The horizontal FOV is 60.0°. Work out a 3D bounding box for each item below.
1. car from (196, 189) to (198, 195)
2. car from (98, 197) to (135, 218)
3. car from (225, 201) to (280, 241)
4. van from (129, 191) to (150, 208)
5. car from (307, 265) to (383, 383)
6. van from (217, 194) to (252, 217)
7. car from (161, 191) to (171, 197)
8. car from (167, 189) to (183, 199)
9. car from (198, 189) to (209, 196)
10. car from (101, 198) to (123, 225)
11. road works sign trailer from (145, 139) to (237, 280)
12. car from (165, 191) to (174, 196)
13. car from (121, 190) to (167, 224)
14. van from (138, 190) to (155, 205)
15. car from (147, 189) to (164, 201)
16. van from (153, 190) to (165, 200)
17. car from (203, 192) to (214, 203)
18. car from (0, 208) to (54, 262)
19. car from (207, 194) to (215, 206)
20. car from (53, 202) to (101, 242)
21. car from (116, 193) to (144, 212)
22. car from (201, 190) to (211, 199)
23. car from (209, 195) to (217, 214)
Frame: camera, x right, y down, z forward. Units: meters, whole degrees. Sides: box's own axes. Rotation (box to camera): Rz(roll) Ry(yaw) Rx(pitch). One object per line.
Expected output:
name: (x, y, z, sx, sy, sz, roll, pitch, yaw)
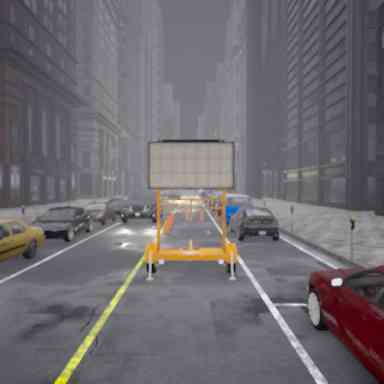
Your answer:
car: (2.568, 0.340, 82.868, 1.752, 1.417, 4.829, 0, 1, 0)
car: (-5.825, 1.172, 26.305, 1.947, 1.339, 4.313, 0, 1, 0)
car: (2.727, 1.321, 15.070, 2.008, 1.369, 4.403, 0, 1, 0)
van: (-5.852, 0.785, 37.574, 1.690, 1.788, 3.998, 0, 1, 0)
car: (2.753, 1.484, 3.799, 1.887, 1.381, 4.507, 0, 1, 0)
van: (2.713, 1.028, 20.702, 1.690, 1.788, 3.998, 0, 1, 0)
car: (-5.943, 0.439, 77.029, 1.887, 1.381, 4.507, 0, 1, 0)
car: (-3.189, 0.452, 61.955, 2.097, 1.767, 4.553, 0, 1, 0)
car: (2.621, 0.439, 60.151, 2.192, 1.841, 5.009, 0, 1, 0)
car: (-5.811, 1.271, 20.670, 1.802, 1.307, 4.206, 0, 1, 0)
road works sign trailer: (-0.022, 0.319, 9.433, 2.380, 3.560, 2.880, 0, 1, 0)
car: (-5.969, 0.309, 88.301, 1.947, 1.339, 4.313, 0, 1, 0)
car: (-3.152, 0.890, 21.956, 2.150, 2.045, 5.566, 0, 1, 0)
van: (-5.865, 0.705, 43.210, 1.690, 1.788, 3.998, 0, 1, 0)
car: (-5.891, 0.519, 54.481, 2.192, 1.841, 5.009, 0, 1, 0)
van: (-5.904, 0.467, 60.117, 1.690, 1.788, 3.998, 0, 1, 0)
car: (2.674, 0.993, 37.613, 2.008, 1.369, 4.403, 0, 1, 0)
car: (-5.785, 1.384, 9.227, 1.752, 1.417, 4.829, 0, 1, 0)
car: (2.687, 1.105, 31.977, 1.802, 1.307, 4.206, 0, 1, 0)
car: (-5.798, 1.338, 15.033, 1.947, 1.339, 4.313, 0, 1, 0)
car: (-5.838, 0.965, 31.940, 1.967, 1.590, 4.097, 0, 1, 0)
car: (2.648, 0.827, 48.883, 1.887, 1.381, 4.507, 0, 1, 0)
car: (2.700, 1.155, 26.341, 2.008, 1.369, 4.403, 0, 1, 0)
